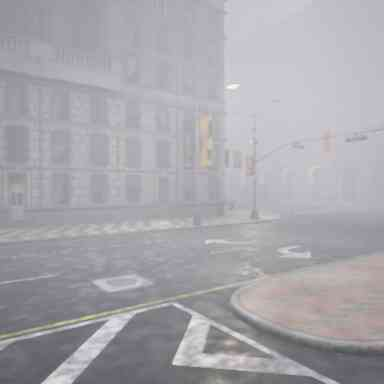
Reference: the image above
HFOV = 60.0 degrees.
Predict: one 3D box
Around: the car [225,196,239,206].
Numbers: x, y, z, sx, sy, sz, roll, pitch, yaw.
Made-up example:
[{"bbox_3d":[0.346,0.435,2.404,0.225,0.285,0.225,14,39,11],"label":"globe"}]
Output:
[{"bbox_3d":[4.687,1.364,50.423,2.033,1.411,5.357,0,0,-35],"label":"car"}]
